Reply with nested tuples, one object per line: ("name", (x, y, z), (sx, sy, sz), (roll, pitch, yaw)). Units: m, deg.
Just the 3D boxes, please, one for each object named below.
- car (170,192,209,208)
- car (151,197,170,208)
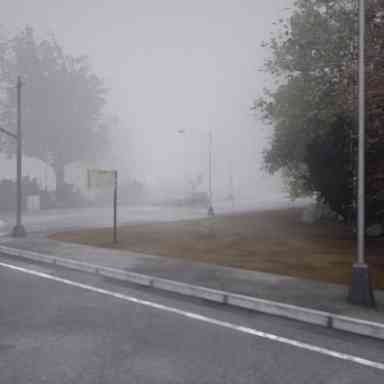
("car", (0.071, 1.069, 44.665), (2.150, 2.045, 5.566), (0, 0, 38))
("car", (-3.671, 1.402, 45.567), (1.994, 1.385, 4.181), (0, 0, 38))
